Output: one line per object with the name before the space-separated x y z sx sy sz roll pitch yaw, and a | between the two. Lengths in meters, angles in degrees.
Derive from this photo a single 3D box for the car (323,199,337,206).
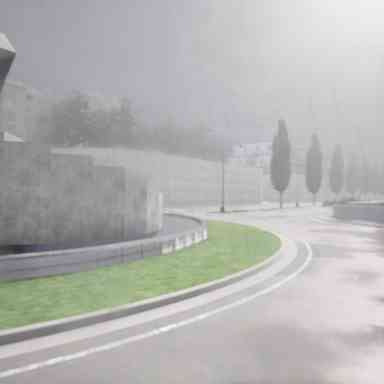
car | 26.967 2.055 64.821 1.994 1.385 4.181 0 -1 38

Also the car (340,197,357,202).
car | 29.553 1.935 62.447 2.150 2.045 5.566 0 -1 38
